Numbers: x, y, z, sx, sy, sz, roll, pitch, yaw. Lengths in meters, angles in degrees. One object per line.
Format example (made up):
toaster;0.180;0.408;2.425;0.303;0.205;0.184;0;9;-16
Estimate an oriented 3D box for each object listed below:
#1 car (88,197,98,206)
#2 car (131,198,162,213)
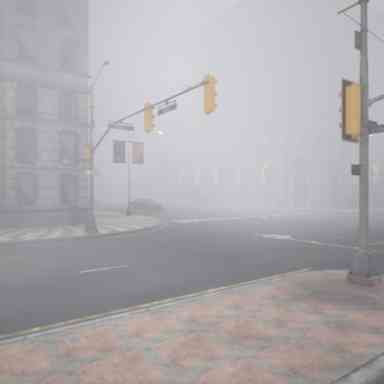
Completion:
car;-16.743;1.470;53.734;1.882;1.535;5.008;0;0;-35
car;-5.164;1.470;37.462;1.882;1.535;5.008;0;0;-36
